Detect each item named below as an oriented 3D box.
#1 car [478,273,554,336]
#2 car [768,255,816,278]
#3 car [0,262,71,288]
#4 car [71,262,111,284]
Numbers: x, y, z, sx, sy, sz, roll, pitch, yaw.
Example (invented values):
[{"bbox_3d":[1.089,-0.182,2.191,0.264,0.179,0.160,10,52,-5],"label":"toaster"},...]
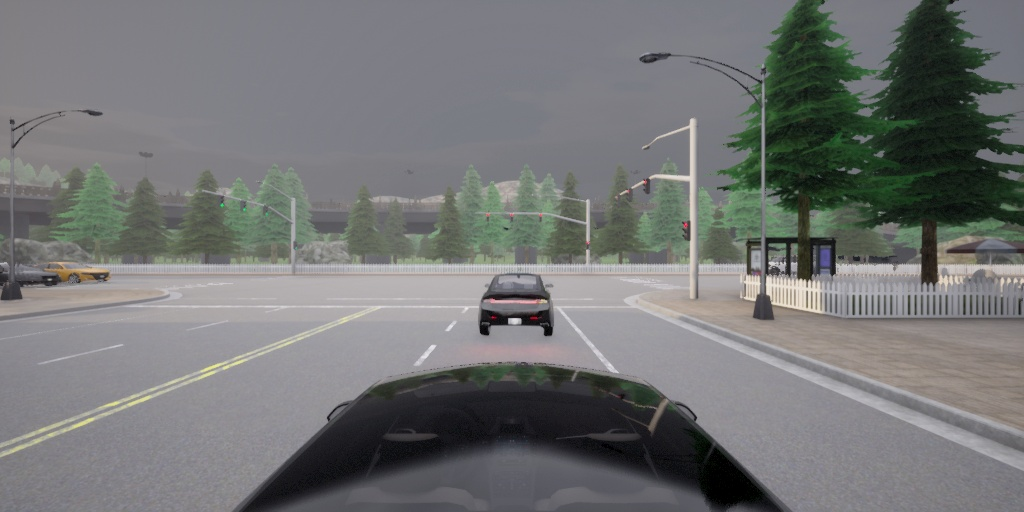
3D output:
[{"bbox_3d":[0.181,1.239,10.394,2.128,1.511,4.902,0,0,3],"label":"car"},{"bbox_3d":[24.652,0.906,32.341,5.566,2.045,2.150,0,0,1],"label":"car"},{"bbox_3d":[-30.623,1.193,21.854,4.892,1.490,1.837,0,0,0],"label":"car"},{"bbox_3d":[-31.506,1.165,25.337,5.008,1.535,1.882,0,0,-1],"label":"car"}]
